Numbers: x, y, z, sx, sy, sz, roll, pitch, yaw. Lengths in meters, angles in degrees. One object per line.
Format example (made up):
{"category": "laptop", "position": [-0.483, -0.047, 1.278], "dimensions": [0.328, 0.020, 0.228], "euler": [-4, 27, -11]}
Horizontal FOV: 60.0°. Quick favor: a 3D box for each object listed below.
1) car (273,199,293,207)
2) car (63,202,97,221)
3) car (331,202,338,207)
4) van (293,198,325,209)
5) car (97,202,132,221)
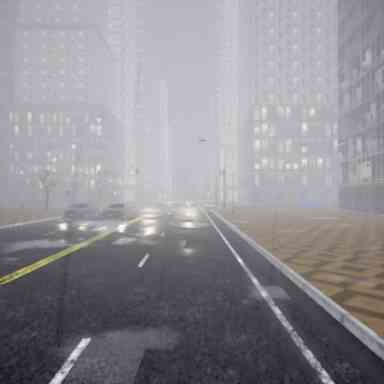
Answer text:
{"category": "car", "position": [17.087, 1.986, 59.733], "dimensions": [4.829, 1.417, 1.752], "euler": [0, 0, 2]}
{"category": "car", "position": [-9.842, 1.674, 29.679], "dimensions": [1.882, 1.535, 5.008], "euler": [0, -1, 0]}
{"category": "car", "position": [26.922, 2.046, 59.248], "dimensions": [4.206, 1.307, 1.802], "euler": [0, 0, 2]}
{"category": "van", "position": [18.358, 1.745, 51.562], "dimensions": [3.998, 1.788, 1.690], "euler": [0, 0, 2]}
{"category": "car", "position": [-6.592, 1.673, 29.514], "dimensions": [1.882, 1.535, 5.008], "euler": [0, -1, 0]}
